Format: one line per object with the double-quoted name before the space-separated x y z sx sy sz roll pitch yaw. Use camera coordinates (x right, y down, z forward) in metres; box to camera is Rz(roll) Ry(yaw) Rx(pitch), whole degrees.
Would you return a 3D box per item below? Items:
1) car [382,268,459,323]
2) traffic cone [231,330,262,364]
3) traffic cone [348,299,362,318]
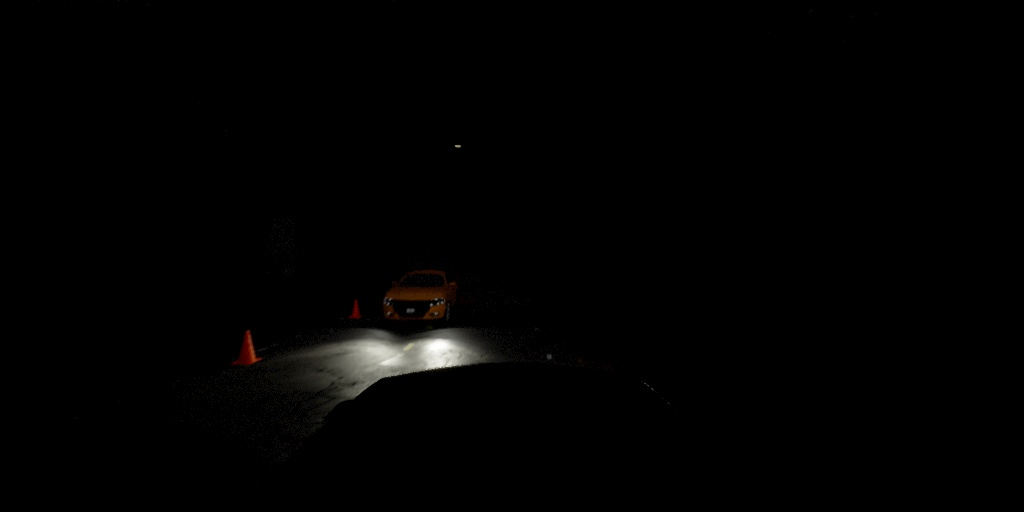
"car" -2.917 1.216 12.331 1.882 1.535 5.008 1 0 -3
"traffic cone" -4.947 1.679 6.689 0.340 0.580 0.340 0 0 0
"traffic cone" -5.049 1.678 11.585 0.340 0.580 0.340 0 0 -2
